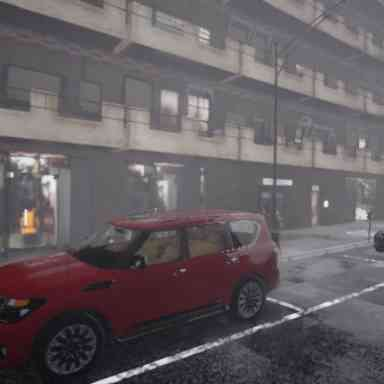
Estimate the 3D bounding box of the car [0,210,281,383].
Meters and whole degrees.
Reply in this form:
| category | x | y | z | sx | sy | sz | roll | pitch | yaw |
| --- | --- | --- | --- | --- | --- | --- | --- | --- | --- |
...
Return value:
| category | x | y | z | sx | sy | sz | roll | pitch | yaw |
| --- | --- | --- | --- | --- | --- | --- | --- | --- | --- |
| car | -0.645 | 1.296 | 5.610 | 5.009 | 1.841 | 2.192 | -1 | 2 | -36 |

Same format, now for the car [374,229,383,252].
| category | x | y | z | sx | sy | sz | roll | pitch | yaw |
| --- | --- | --- | --- | --- | --- | --- | --- | --- | --- |
| car | 8.355 | 1.474 | 12.046 | 4.313 | 1.339 | 1.947 | 0 | 2 | -36 |
